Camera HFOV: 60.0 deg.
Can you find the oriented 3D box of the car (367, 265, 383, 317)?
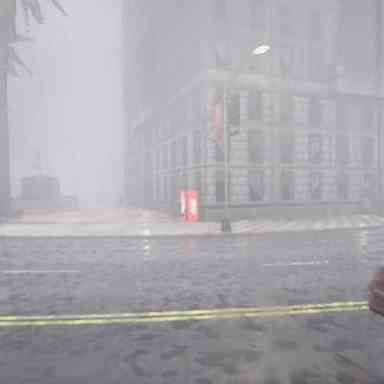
[{"bbox_3d":[5.067,1.428,5.059,4.674,1.442,1.812,-1,1,-10],"label":"car"}]
